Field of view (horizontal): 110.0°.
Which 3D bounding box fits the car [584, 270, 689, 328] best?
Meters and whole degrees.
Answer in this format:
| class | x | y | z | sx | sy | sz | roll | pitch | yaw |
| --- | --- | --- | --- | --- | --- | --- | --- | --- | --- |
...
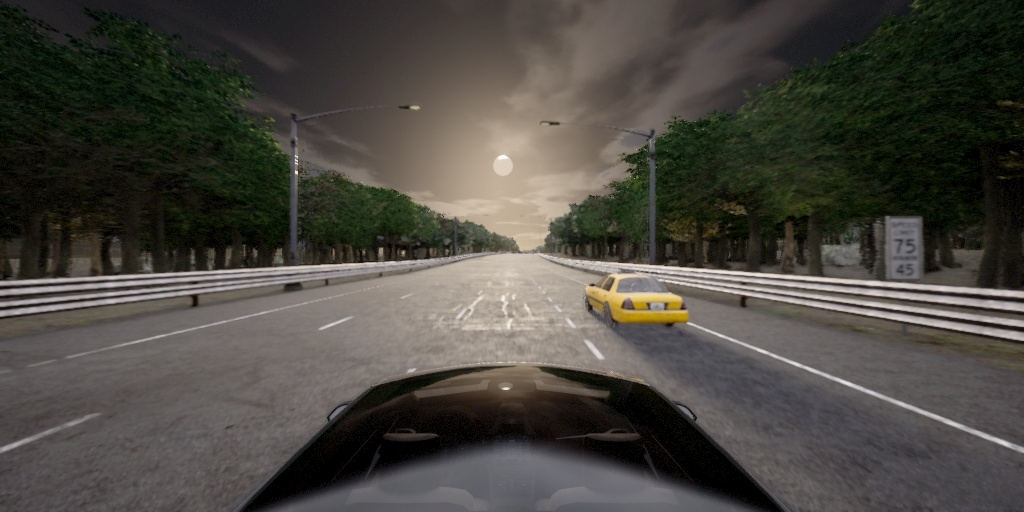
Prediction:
| class | x | y | z | sx | sy | sz | roll | pitch | yaw |
| --- | --- | --- | --- | --- | --- | --- | --- | --- | --- |
| car | 3.554 | 1.207 | 11.357 | 1.801 | 1.575 | 5.366 | 0 | 0 | 0 |
